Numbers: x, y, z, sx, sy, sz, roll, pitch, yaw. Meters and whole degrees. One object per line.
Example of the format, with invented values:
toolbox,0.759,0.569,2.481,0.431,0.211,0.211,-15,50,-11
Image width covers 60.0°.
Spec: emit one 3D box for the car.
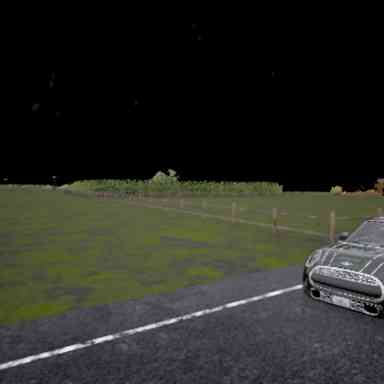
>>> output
car,4.457,1.334,7.184,4.553,1.767,2.097,0,0,-36
